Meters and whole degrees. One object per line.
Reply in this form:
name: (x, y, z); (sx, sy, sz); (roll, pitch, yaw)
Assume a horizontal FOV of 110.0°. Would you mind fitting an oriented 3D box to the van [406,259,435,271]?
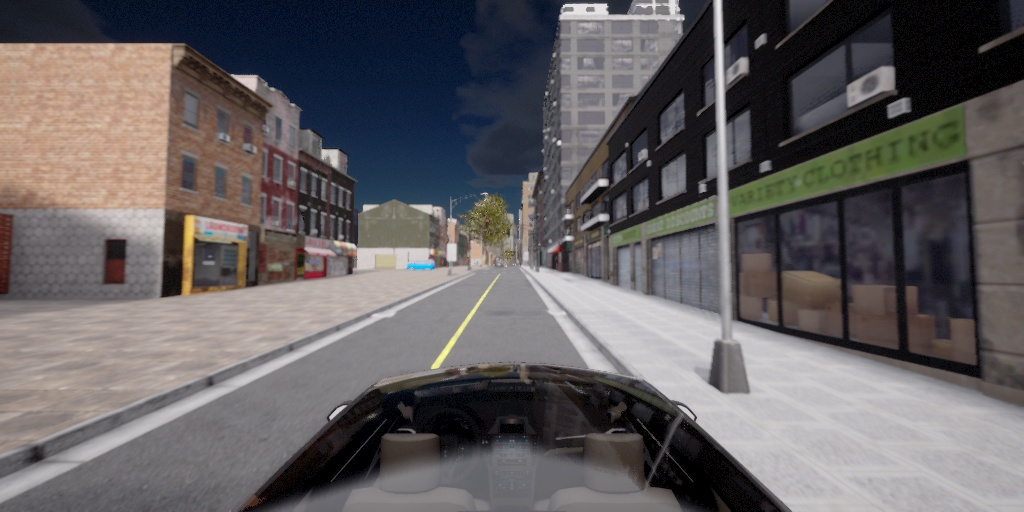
van: (-12.930, 1.357, 50.955); (3.998, 1.789, 1.690); (0, 0, 0)
